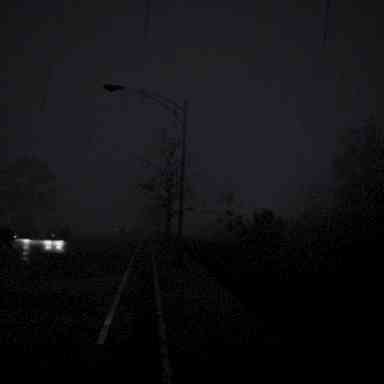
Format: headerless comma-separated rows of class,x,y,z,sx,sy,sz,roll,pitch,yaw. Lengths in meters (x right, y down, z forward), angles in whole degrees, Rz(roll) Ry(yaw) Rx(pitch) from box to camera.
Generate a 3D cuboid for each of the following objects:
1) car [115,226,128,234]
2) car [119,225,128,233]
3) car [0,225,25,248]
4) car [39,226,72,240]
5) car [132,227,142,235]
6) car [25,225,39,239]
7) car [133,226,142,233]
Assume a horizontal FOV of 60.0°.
car,-16.124,8.585,75.116,2.097,1.767,4.553,3,-6,-7
car,-17.432,9.436,84.945,1.882,1.535,5.008,3,-4,-7
car,-12.393,2.709,20.199,2.128,1.511,4.902,3,-6,-7
car,-14.555,4.458,36.580,2.128,1.511,4.902,3,-7,-7
car,-12.614,8.909,75.162,2.033,1.411,5.357,3,-6,-7
car,-18.011,4.298,36.020,1.812,1.442,4.674,3,-6,-7
car,-13.967,9.664,85.388,1.812,1.442,4.674,3,-4,-7
